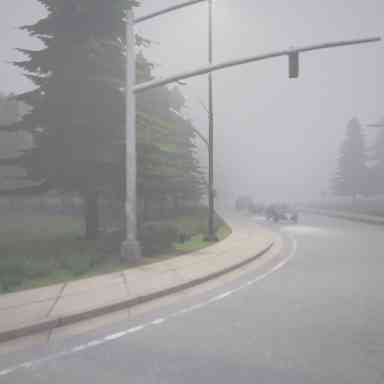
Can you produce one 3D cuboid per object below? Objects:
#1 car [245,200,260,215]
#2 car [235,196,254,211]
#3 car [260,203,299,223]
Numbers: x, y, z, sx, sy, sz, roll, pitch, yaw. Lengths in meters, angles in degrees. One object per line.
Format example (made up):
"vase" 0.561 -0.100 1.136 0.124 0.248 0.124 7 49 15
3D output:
"car" 7.589 1.875 37.650 1.895 1.301 4.718 0 0 1
"car" 7.654 1.580 48.217 2.150 2.045 5.566 0 0 -1
"car" 7.399 1.687 27.655 2.128 1.511 4.902 0 0 1
